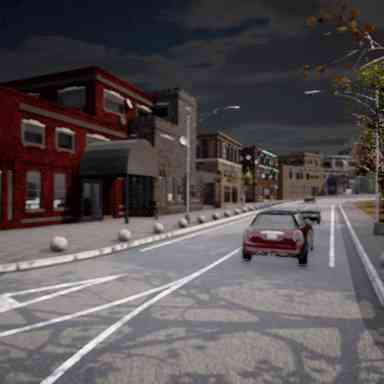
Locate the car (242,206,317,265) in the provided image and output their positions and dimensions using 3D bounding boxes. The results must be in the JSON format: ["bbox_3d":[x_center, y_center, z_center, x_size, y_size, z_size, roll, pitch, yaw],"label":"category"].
[{"bbox_3d":[3.379,1.456,12.543,2.097,1.767,4.553,0,0,23],"label":"car"}]

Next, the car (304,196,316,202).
[{"bbox_3d":[24.584,1.520,69.252,2.033,1.411,5.357,0,0,29],"label":"car"}]

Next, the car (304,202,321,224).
[{"bbox_3d":[9.232,1.730,26.378,1.895,1.301,4.718,0,0,23],"label":"car"}]
